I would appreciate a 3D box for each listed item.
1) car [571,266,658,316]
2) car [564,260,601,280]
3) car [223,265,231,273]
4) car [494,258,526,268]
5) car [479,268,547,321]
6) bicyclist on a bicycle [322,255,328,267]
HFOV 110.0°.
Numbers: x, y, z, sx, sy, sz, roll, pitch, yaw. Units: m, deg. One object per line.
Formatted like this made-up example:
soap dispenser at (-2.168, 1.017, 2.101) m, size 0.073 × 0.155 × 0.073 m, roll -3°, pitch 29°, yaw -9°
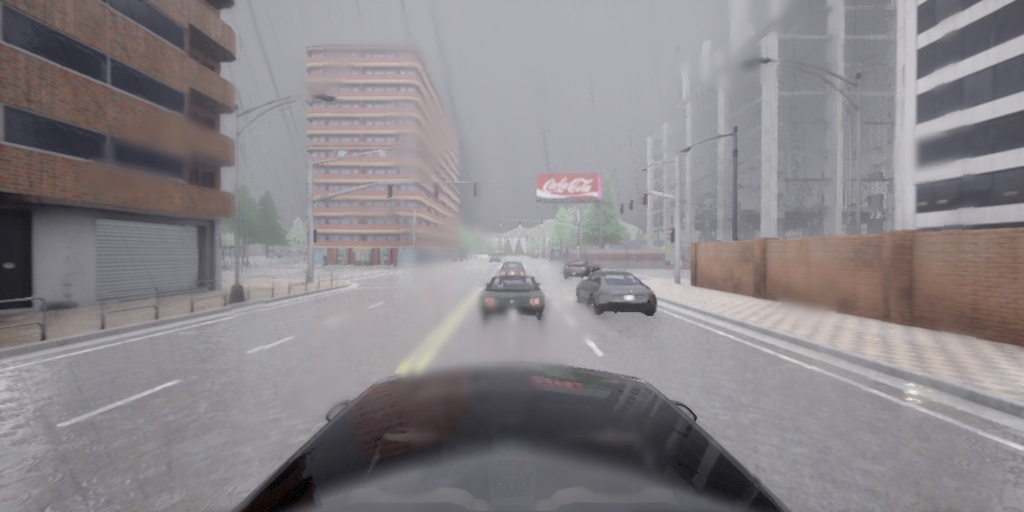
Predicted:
car at (3.563, 1.217, 12.870) m, size 1.994 × 1.385 × 4.181 m, roll 0°, pitch 0°, yaw 0°
car at (5.559, 1.022, 27.417) m, size 2.128 × 1.511 × 4.902 m, roll 0°, pitch 0°, yaw 29°
car at (-29.986, 1.018, 34.129) m, size 5.357 × 1.411 × 2.033 m, roll 0°, pitch 0°, yaw 1°
car at (0.037, 1.096, 25.170) m, size 2.033 × 1.411 × 5.357 m, roll 0°, pitch 1°, yaw 0°
car at (0.056, 1.263, 11.958) m, size 1.895 × 1.301 × 4.718 m, roll 0°, pitch 0°, yaw 0°
bicyclist on a bicycle at (-25.305, 0.648, 48.527) m, size 0.582 × 1.620 × 1.656 m, roll 0°, pitch 1°, yaw 0°
